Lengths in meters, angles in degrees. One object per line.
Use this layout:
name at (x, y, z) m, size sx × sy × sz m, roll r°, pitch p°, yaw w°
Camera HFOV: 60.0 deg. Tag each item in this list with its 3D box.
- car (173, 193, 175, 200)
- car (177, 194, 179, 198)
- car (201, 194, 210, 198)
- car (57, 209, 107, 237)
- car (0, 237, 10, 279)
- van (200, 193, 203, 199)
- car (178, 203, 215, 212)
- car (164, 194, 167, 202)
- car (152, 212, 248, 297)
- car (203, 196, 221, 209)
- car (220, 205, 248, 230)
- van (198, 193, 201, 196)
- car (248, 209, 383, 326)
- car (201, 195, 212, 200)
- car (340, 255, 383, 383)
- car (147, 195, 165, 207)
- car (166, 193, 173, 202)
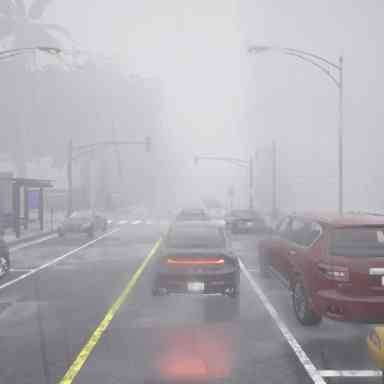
car at (-5.642, 1.260, 76.840) m, size 2.192 × 1.841 × 5.009 m, roll 0°, pitch 0°, yaw 0°
car at (-5.615, 1.234, 93.101) m, size 2.192 × 1.841 × 5.009 m, roll 0°, pitch 0°, yaw 0°
car at (2.850, 1.496, 55.296) m, size 1.752 × 1.417 × 4.829 m, roll 0°, pitch 0°, yaw 0°
car at (-5.736, 1.577, 17.880) m, size 1.802 × 1.307 × 4.206 m, roll 0°, pitch 0°, yaw 0°
car at (-5.754, 1.439, 7.027) m, size 1.967 × 1.590 × 4.097 m, roll 0°, pitch 0°, yaw 0°
van at (2.857, 1.306, 60.546) m, size 1.690 × 1.788 × 3.998 m, roll 0°, pitch 0°, yaw 0°
car at (0.032, 1.559, 18.609) m, size 1.994 × 1.385 × 4.181 m, roll 0°, pitch 0°, yaw 0°
car at (-5.676, 1.411, 55.159) m, size 1.967 × 1.590 × 4.097 m, roll 0°, pitch 0°, yaw 0°
car at (0.090, 1.503, 8.580) m, size 1.837 × 1.490 × 4.892 m, roll 0°, pitch 0°, yaw 0°
car at (2.832, 1.545, 44.285) m, size 1.947 × 1.339 × 4.313 m, roll 0°, pitch 0°, yaw 0°
car at (2.789, 1.561, 17.848) m, size 1.947 × 1.339 × 4.313 m, roll 0°, pitch 0°, yaw 0°
van at (2.892, 1.278, 82.227) m, size 1.690 × 1.788 × 3.998 m, roll 0°, pitch 0°, yaw 0°
car at (2.771, 1.314, 6.997) m, size 2.192 × 1.841 × 5.009 m, roll 0°, pitch 0°, yaw 0°
car at (2.841, 1.541, 49.705) m, size 1.947 × 1.339 × 4.313 m, roll 0°, pitch 0°, yaw 0°
car at (2.763, 1.525, 1.742) m, size 1.752 × 1.417 × 4.829 m, roll 0°, pitch 0°, yaw 0°
car at (-5.685, 1.526, 49.739) m, size 2.008 × 1.369 × 4.403 m, roll 0°, pitch 0°, yaw 0°
car at (-5.650, 1.392, 71.420) m, size 1.967 × 1.590 × 4.097 m, roll 0°, pitch 0°, yaw 0°
